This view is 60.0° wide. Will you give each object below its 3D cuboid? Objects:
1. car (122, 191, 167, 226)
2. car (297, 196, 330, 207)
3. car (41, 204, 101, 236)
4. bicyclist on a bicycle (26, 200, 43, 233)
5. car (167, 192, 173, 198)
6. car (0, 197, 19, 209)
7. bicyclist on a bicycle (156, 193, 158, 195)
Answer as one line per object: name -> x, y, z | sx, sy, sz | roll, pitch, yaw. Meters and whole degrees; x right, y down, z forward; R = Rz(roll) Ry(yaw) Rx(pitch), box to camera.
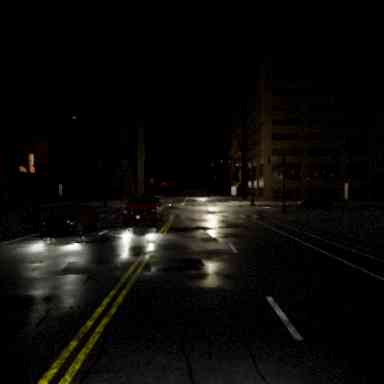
car -> -3.274, 1.170, 23.067 | 2.150, 2.045, 5.566 | 0, 0, 1
car -> 16.698, 1.240, 45.869 | 4.097, 1.590, 1.967 | 0, 1, 0
car -> -6.560, 1.436, 18.490 | 1.882, 1.535, 5.008 | 0, 0, 0
bicyclist on a bicycle -> -8.652, 1.330, 18.323 | 0.659, 1.776, 1.843 | 0, 0, 1
car -> -6.461, 0.761, 92.388 | 2.097, 1.767, 4.553 | 0, 0, 0
car -> -24.715, 1.355, 42.757 | 4.097, 1.590, 1.967 | 0, 1, 0
bicyclist on a bicycle -> -8.723, 1.178, 83.457 | 0.659, 1.776, 1.843 | 0, 0, 0
